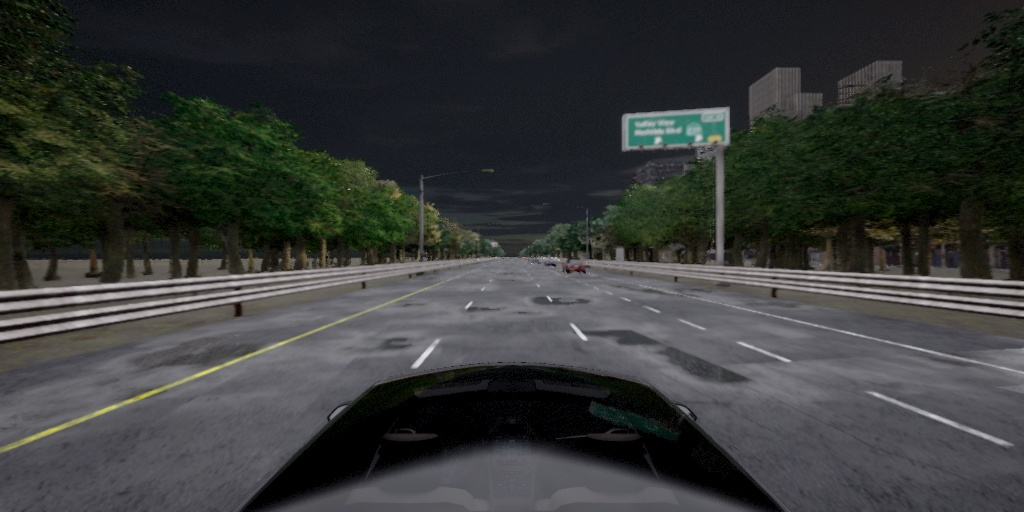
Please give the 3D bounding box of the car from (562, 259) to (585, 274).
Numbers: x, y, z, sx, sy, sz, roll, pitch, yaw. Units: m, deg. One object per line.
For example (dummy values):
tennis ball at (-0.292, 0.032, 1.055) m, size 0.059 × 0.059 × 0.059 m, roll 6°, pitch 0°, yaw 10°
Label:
car at (7.008, 1.108, 41.213) m, size 2.097 × 1.767 × 4.553 m, roll 0°, pitch 0°, yaw 0°
